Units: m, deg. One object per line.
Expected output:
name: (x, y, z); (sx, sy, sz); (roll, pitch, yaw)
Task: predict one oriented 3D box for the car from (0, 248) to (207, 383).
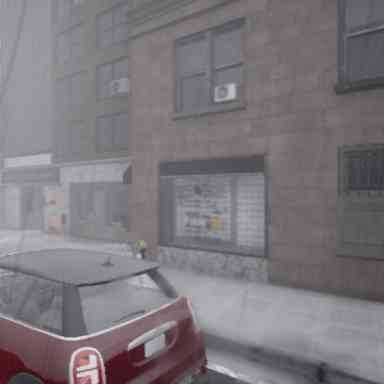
car: (-1.923, 1.451, 4.219); (4.097, 1.590, 1.967); (0, 0, 35)
